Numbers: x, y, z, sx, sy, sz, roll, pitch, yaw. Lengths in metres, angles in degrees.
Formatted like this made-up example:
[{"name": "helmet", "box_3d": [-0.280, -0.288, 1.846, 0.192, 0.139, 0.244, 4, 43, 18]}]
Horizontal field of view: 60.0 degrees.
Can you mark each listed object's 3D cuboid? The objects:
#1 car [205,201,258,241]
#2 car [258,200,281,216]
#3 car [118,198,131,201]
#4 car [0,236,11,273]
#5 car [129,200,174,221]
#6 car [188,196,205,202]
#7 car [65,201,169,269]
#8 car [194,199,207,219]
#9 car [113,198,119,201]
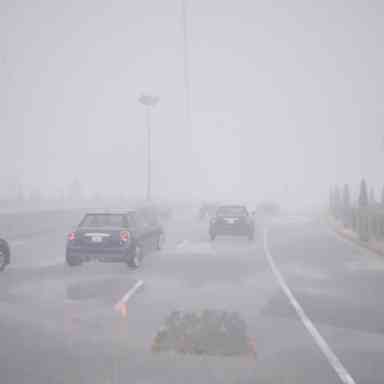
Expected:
[{"name": "car", "box_3d": [2.199, 1.378, 17.176, 2.097, 1.767, 4.553, 0, 0, 12]}, {"name": "car", "box_3d": [8.010, 1.574, 34.503, 1.882, 1.535, 5.008, 0, 0, 24]}, {"name": "car", "box_3d": [-5.767, 1.619, 38.377, 2.033, 1.411, 5.357, 0, 0, 24]}, {"name": "car", "box_3d": [-6.344, 1.329, 7.648, 2.097, 1.767, 4.553, 0, 0, 5]}, {"name": "car", "box_3d": [-2.865, 1.535, 25.420, 1.837, 1.490, 4.892, 0, 0, 17]}, {"name": "car", "box_3d": [0.949, 1.565, 59.681, 2.097, 1.767, 4.553, 0, 0, 27]}, {"name": "car", "box_3d": [-2.385, 1.351, 11.430, 2.097, 1.767, 4.553, 0, 0, 8]}, {"name": "car", "box_3d": [2.029, 1.563, 29.065, 1.837, 1.490, 4.892, 0, 0, 20]}, {"name": "car", "box_3d": [-9.903, 1.603, 46.120, 1.837, 1.490, 4.892, 0, -1, 26]}]
